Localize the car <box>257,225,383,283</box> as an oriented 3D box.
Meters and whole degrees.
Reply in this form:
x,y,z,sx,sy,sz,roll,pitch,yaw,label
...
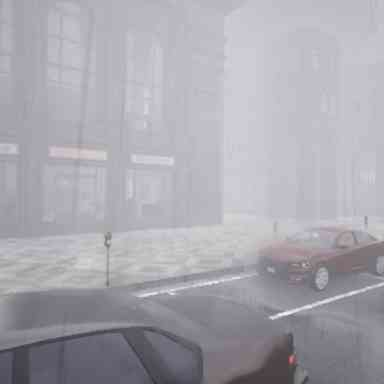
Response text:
x,y,z,sx,sy,sz,roll,pitch,yaw,label
3.729,1.634,9.212,4.507,1.381,1.887,1,0,-35,car

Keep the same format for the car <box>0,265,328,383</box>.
x,y,z,sx,sy,sz,roll,pitch,yaw,label
-1.462,1.554,2.322,5.357,1.411,2.033,1,-1,-35,car
